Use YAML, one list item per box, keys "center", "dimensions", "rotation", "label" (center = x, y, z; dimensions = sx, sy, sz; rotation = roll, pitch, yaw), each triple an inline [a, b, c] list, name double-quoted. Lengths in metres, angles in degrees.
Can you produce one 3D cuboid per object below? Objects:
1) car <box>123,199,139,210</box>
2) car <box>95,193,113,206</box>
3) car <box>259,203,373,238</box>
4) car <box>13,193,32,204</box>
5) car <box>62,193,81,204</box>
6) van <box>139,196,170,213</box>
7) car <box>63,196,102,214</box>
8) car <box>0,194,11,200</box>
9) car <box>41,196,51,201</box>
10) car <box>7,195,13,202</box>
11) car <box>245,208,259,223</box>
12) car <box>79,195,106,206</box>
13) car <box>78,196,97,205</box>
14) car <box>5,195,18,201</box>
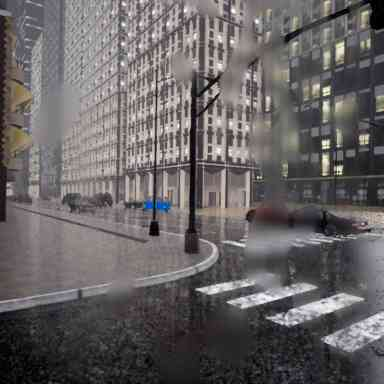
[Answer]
- center: [-7.342, 1.580, 42.347]
  dimensions: [2.008, 1.369, 4.403]
  rotation: [1, -1, -35]
  label: "car"
- center: [-14.489, 1.251, 53.140]
  dimensions: [2.150, 2.045, 5.566]
  rotation: [1, -1, -35]
  label: "car"
- center: [6.534, 1.560, 17.736]
  dimensions: [2.033, 1.411, 5.357]
  rotation: [1, 0, -40]
  label: "car"
- center: [-30.522, 1.153, 60.525]
  dimensions: [2.192, 1.841, 5.009]
  rotation: [1, -1, -35]
  label: "car"
- center: [-20.043, 1.179, 55.598]
  dimensions: [2.150, 2.045, 5.566]
  rotation: [1, -1, -35]
  label: "car"
- center: [-4.068, 1.378, 37.743]
  dimensions: [1.690, 1.788, 3.998]
  rotation: [1, -1, -35]
  label: "van"
- center: [-10.903, 1.425, 32.890]
  dimensions: [2.008, 1.369, 4.403]
  rotation: [1, -1, -35]
  label: "car"
- center: [-46.782, 1.363, 83.414]
  dimensions: [1.752, 1.417, 4.829]
  rotation: [1, -1, -35]
  label: "car"
- center: [-36.777, 1.566, 83.795]
  dimensions: [1.802, 1.307, 4.206]
  rotation: [1, -1, -35]
  label: "car"
- center: [-37.067, 1.395, 69.734]
  dimensions: [1.947, 1.339, 4.313]
  rotation: [1, -1, -35]
  label: "car"
- center: [5.743, 1.501, 23.926]
  dimensions: [1.967, 1.590, 4.097]
  rotation: [1, -1, -35]
  label: "car"
- center: [-14.582, 1.532, 47.994]
  dimensions: [1.994, 1.385, 4.181]
  rotation: [1, -1, -37]
  label: "car"
- center: [-18.497, 1.522, 58.843]
  dimensions: [1.837, 1.490, 4.892]
  rotation: [1, -1, -35]
  label: "car"
- center: [-40.337, 1.376, 74.339]
  dimensions: [2.008, 1.369, 4.403]
  rotation: [1, -1, -35]
  label: "car"
